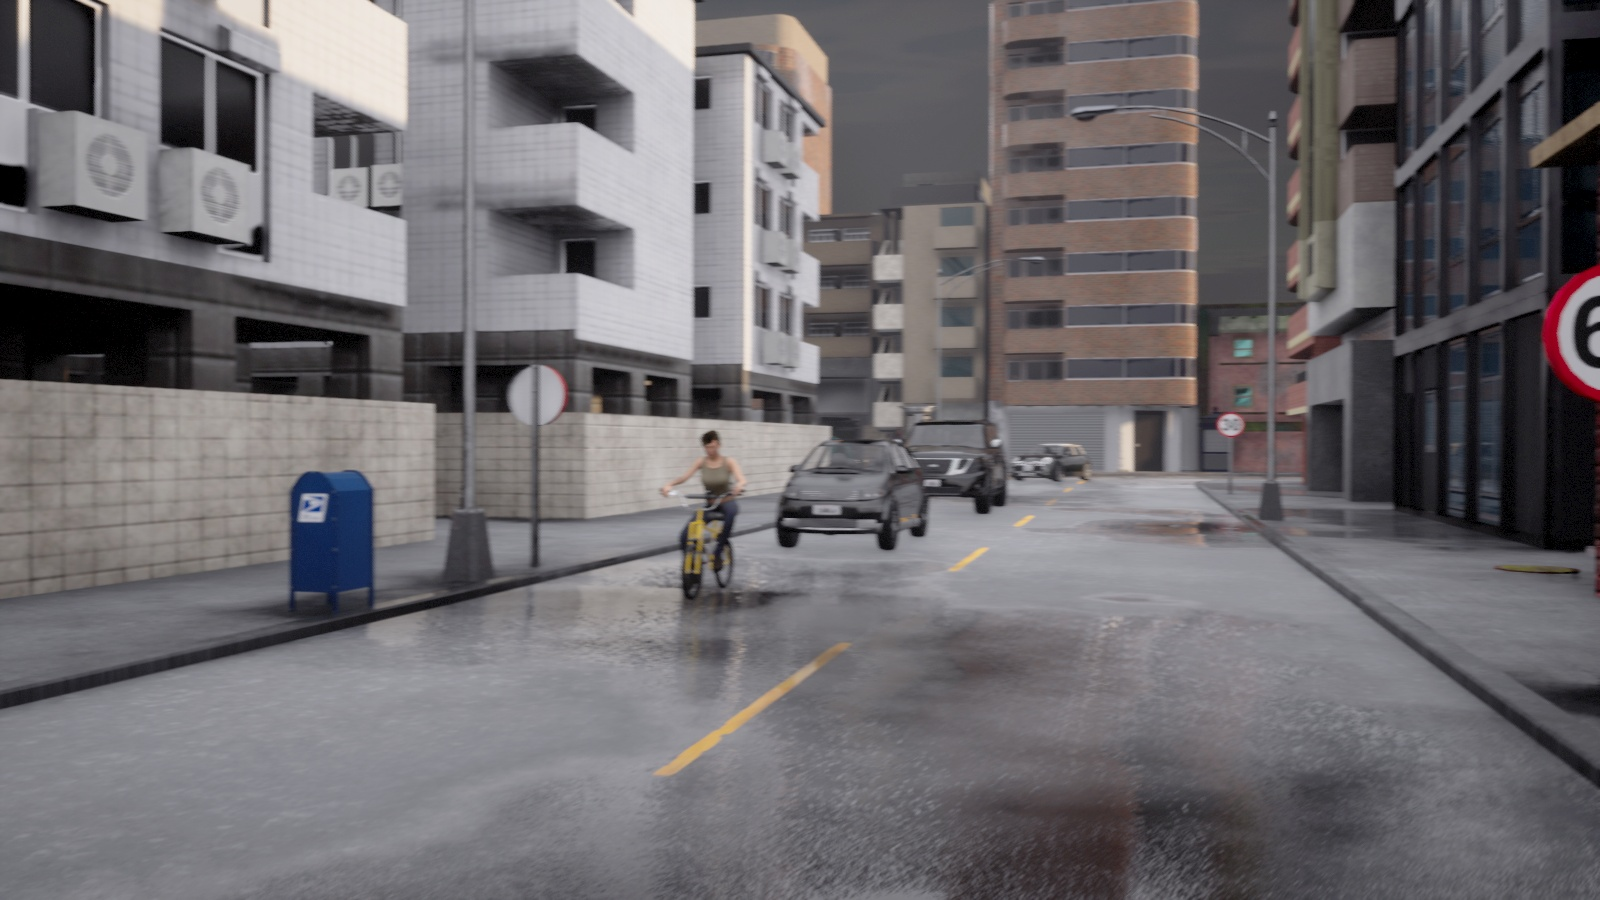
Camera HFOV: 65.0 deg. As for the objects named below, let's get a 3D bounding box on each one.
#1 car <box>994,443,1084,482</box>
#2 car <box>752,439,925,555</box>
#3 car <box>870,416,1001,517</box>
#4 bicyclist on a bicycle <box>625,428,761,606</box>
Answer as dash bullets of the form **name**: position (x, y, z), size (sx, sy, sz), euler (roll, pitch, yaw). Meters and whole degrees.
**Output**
- **car**: position (9.485, 0.458, 49.699), size (1.970, 1.475, 3.806), euler (1, 0, 39)
- **car**: position (0.685, 0.617, 18.721), size (1.789, 1.549, 3.705), euler (0, 0, 15)
- **car**: position (3.181, 0.311, 28.336), size (2.150, 2.045, 5.566), euler (0, 0, 14)
- **bicyclist on a bicycle**: position (-1.010, 0.606, 12.238), size (0.866, 1.612, 1.509), euler (0, 0, 14)
